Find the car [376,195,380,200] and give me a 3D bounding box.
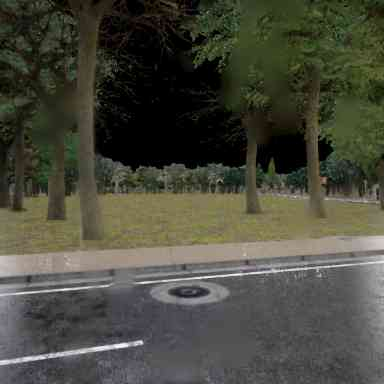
[{"bbox_3d":[45.423,1.253,79.948,1.994,1.385,4.181,0,0,5],"label":"car"}]
